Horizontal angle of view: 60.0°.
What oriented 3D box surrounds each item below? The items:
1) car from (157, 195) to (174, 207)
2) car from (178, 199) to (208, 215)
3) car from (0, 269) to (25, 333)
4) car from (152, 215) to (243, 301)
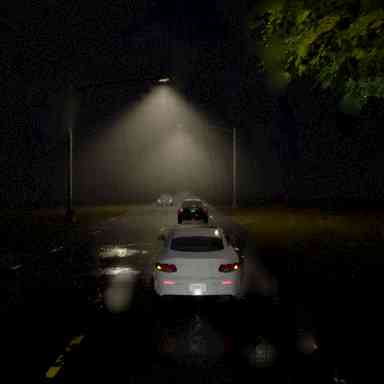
[{"bbox_3d":[-3.712,1.201,46.990,2.097,1.767,4.553,0,0,-1],"label":"car"},{"bbox_3d":[0.059,1.299,24.824,2.097,1.767,4.553,0,0,0],"label":"car"},{"bbox_3d":[-3.597,1.547,2.980,2.033,1.411,5.357,0,0,0],"label":"car"},{"bbox_3d":[0.104,1.524,8.210,1.812,1.442,4.674,0,0,0],"label":"car"}]
